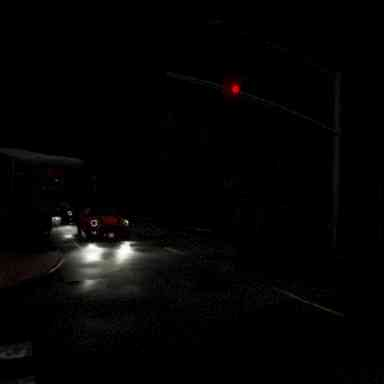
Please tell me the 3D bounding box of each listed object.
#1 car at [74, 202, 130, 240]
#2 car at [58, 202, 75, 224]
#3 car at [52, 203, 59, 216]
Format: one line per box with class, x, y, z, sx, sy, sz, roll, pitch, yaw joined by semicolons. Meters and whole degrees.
car;-4.886;1.551;18.186;2.097;1.767;4.553;2;-2;-26
car;-9.360;1.647;27.191;2.097;1.767;4.553;2;-2;-26
car;-14.706;1.934;37.956;1.812;1.442;4.674;2;-2;-26
